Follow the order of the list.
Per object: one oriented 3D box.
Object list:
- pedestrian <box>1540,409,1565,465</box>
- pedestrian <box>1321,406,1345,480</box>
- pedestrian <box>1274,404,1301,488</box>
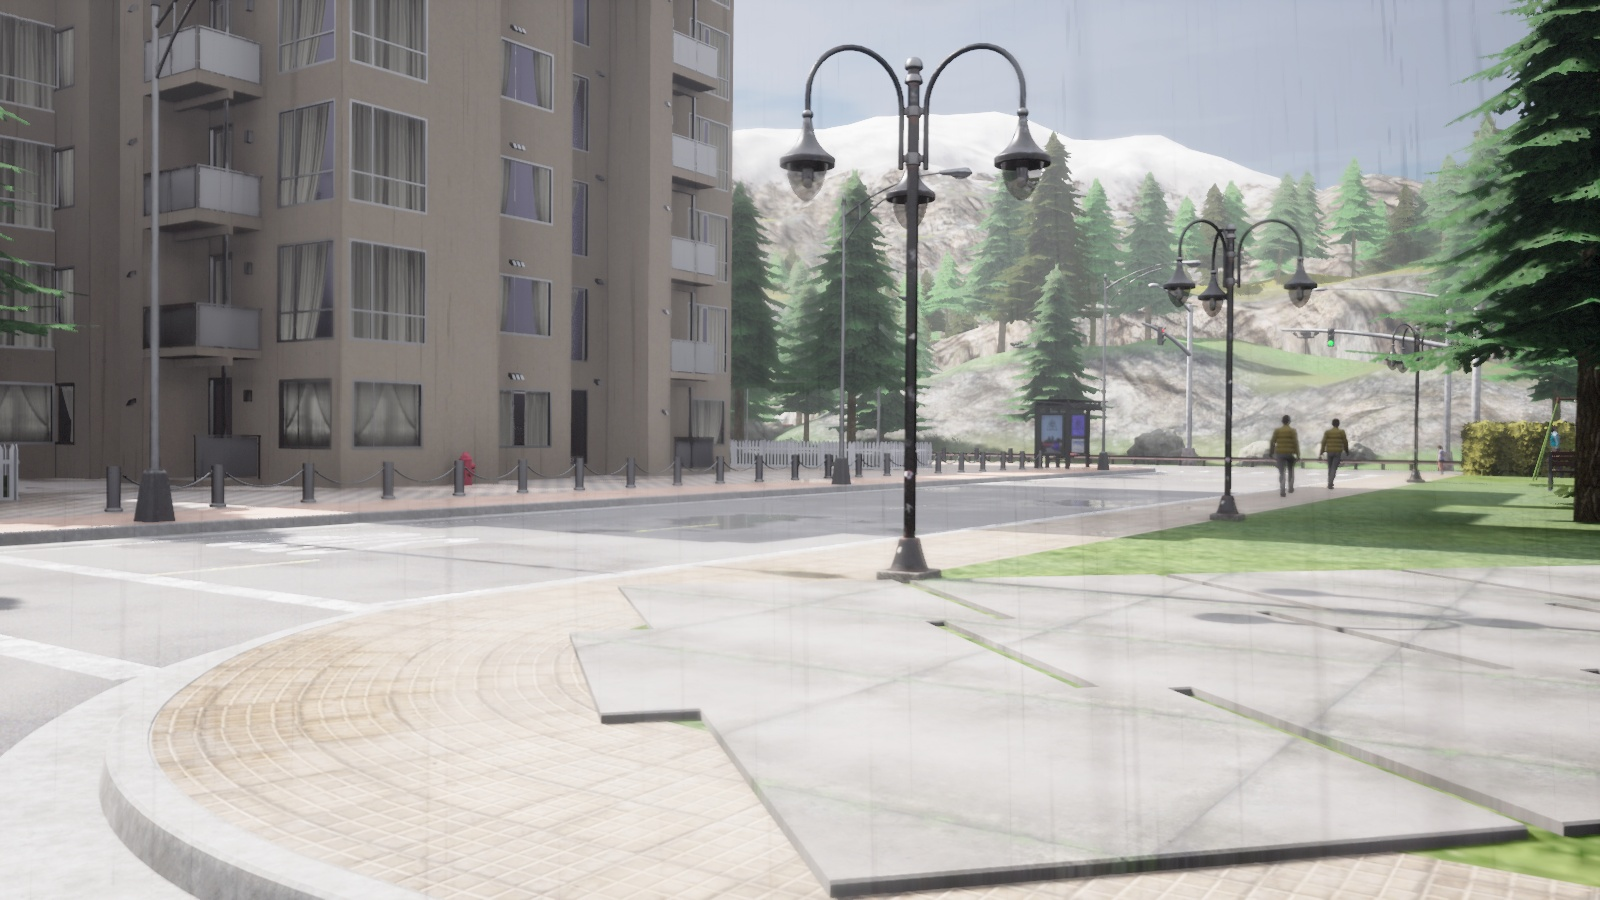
[{"bbox_3d":[26.053,-0.457,43.493,0.692,1.930,0.396,0,1,23],"label":"pedestrian"},{"bbox_3d":[13.464,-0.173,31.712,0.431,1.840,0.709,0,1,34],"label":"pedestrian"},{"bbox_3d":[10.718,-0.092,27.609,0.431,1.840,0.709,0,1,32],"label":"pedestrian"}]
